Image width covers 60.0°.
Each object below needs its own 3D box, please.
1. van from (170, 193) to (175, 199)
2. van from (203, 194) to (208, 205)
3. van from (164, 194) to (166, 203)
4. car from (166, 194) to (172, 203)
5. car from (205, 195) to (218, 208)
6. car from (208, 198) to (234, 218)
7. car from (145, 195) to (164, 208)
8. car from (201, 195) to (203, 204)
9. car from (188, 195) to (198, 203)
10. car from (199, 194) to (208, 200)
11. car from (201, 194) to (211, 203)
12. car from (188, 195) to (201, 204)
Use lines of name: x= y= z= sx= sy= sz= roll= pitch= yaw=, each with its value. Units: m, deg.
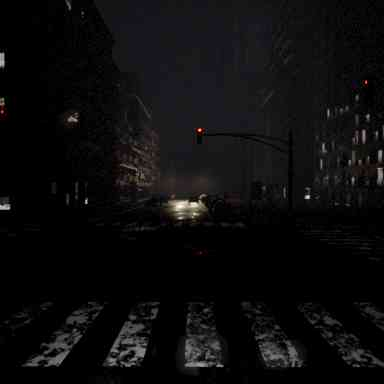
van: x=-5.473 y=1.239 z=75.099 sx=1.690 sy=1.788 sz=3.998 roll=-1 pitch=0 yaw=0
van: x=2.787 y=1.293 z=46.876 sx=1.690 sy=1.788 sz=3.998 roll=-1 pitch=0 yaw=0
van: x=-5.544 y=1.284 z=52.514 sx=1.690 sy=1.788 sz=3.998 roll=-1 pitch=0 yaw=0
car: x=-5.506 y=1.467 z=63.806 sx=1.887 sy=1.381 sz=4.507 roll=-1 pitch=0 yaw=0
car: x=2.753 y=1.408 z=35.584 sx=1.967 sy=1.590 sz=4.097 roll=-1 pitch=0 yaw=0
car: x=2.737 y=1.520 z=29.938 sx=1.887 sy=1.381 sz=4.507 roll=-1 pitch=0 yaw=0
car: x=-5.558 y=1.518 z=46.869 sx=1.947 sy=1.339 sz=4.313 roll=-1 pitch=0 yaw=0
car: x=2.807 y=1.488 z=52.522 sx=1.887 sy=1.381 sz=4.507 roll=-1 pitch=0 yaw=0
car: x=0.243 y=1.424 z=71.058 sx=2.128 sy=1.511 sz=4.902 roll=0 pitch=0 yaw=0
car: x=2.947 y=1.309 z=86.396 sx=1.967 sy=1.590 sz=4.097 roll=-1 pitch=0 yaw=0
car: x=2.864 y=1.351 z=69.459 sx=1.967 sy=1.590 sz=4.097 roll=-1 pitch=0 yaw=0
car: x=0.287 y=1.433 z=60.856 sx=1.837 sy=1.490 sz=4.892 roll=0 pitch=0 yaw=0
